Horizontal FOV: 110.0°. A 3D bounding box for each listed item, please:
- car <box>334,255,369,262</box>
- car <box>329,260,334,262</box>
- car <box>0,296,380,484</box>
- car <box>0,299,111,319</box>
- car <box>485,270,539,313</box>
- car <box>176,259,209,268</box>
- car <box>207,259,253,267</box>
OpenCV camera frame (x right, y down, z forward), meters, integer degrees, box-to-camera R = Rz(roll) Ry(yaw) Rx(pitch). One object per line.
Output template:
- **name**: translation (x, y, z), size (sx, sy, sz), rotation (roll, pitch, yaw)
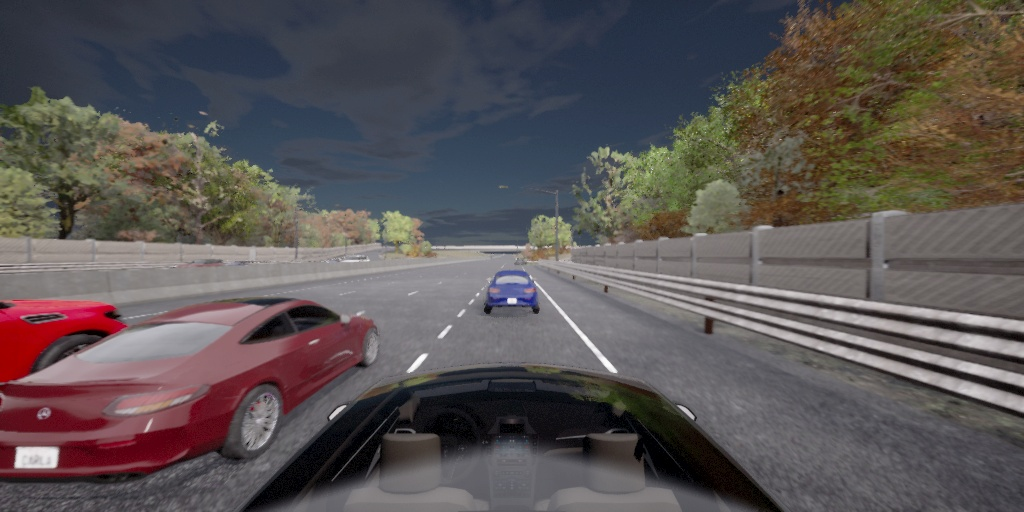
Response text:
- **car**: translation (-21.038, 0.934, 48.092), size (2.150, 2.045, 5.566), rotation (0, 0, 1)
- **car**: translation (-24.533, 1.262, 49.400), size (2.033, 1.411, 5.357), rotation (0, 0, 1)
- **car**: translation (-3.399, 1.270, 4.867), size (1.812, 1.442, 4.674), rotation (0, 0, 0)
- **car**: translation (-6.899, 0.969, 3.125), size (2.150, 2.045, 5.566), rotation (0, 0, 0)
- **car**: translation (0.003, 1.255, 13.671), size (1.812, 1.442, 4.674), rotation (0, 0, 0)
- **car**: translation (-31.519, 1.068, 36.492), size (2.097, 1.767, 4.553), rotation (0, 0, 1)
- **car**: translation (-28.018, 1.278, 36.500), size (1.994, 1.385, 4.181), rotation (0, 0, 1)
